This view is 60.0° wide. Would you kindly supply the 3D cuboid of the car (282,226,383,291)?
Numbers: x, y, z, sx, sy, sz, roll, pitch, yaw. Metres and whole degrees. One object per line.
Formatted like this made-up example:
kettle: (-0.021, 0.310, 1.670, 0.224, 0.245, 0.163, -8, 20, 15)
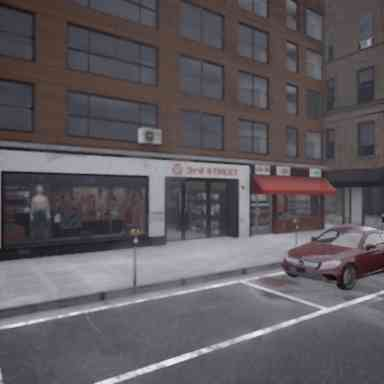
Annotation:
car: (4.307, 1.613, 9.047, 4.206, 1.307, 1.802, 0, 0, -34)
